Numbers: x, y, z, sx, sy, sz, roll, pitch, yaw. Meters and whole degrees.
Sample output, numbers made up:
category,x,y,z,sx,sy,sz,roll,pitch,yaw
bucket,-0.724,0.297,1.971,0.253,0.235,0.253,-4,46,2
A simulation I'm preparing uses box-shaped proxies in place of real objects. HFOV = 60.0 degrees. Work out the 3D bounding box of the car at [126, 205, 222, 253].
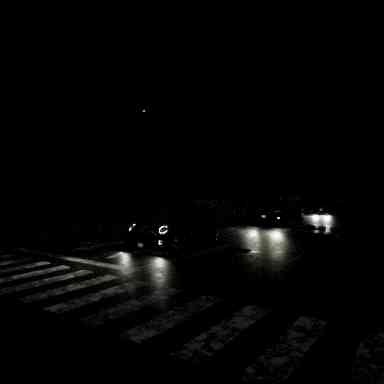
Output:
category,x,y,z,sx,sy,sz,roll,pitch,yaw
car,-0.615,1.373,14.083,2.097,1.767,4.553,0,0,35

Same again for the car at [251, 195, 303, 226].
category,x,y,z,sx,sy,sz,roll,pitch,yaw
car,6.227,1.240,23.800,2.150,2.045,5.566,0,0,35

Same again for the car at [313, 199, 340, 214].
category,x,y,z,sx,sy,sz,roll,pitch,yaw
car,14.314,1.508,35.242,2.128,1.511,4.902,0,0,35
